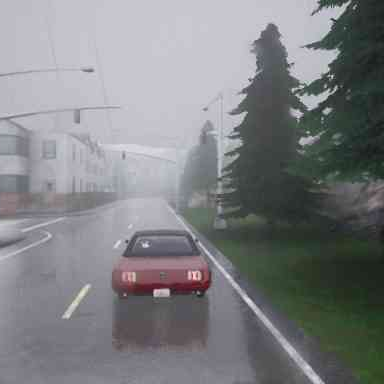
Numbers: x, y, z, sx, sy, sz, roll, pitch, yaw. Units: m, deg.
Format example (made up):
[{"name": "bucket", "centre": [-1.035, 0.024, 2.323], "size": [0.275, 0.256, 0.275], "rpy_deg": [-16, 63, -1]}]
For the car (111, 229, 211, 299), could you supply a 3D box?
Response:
[{"name": "car", "centre": [-0.754, 1.588, 8.402], "size": [1.895, 1.301, 4.718], "rpy_deg": [0, 0, -5]}]
